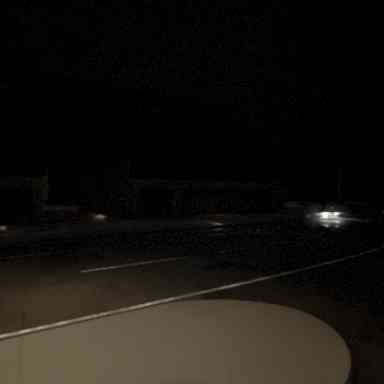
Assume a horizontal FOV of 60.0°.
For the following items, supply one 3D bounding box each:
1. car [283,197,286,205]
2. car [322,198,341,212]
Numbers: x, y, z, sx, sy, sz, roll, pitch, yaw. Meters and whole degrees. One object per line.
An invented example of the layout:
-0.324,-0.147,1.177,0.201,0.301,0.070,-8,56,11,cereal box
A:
14.195,1.219,59.042,2.150,2.045,5.566,0,0,-29,car
16.351,1.489,39.132,2.128,1.511,4.902,0,0,20,car
